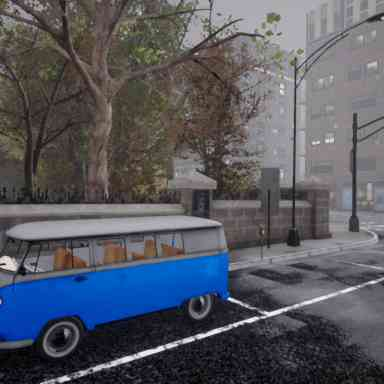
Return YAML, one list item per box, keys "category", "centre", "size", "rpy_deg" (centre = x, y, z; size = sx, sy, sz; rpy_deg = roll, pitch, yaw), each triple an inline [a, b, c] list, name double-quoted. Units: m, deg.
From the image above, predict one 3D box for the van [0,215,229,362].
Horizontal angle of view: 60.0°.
- category: "van"
  centre: [-1.219, 1.342, 5.621]
  size: [3.998, 1.788, 1.690]
  rpy_deg: [0, 1, -35]
